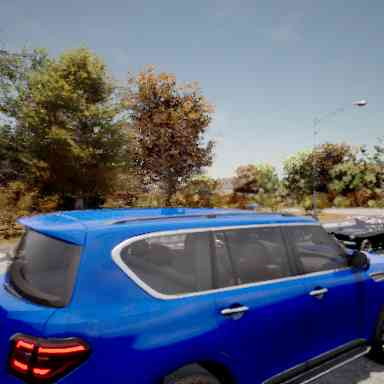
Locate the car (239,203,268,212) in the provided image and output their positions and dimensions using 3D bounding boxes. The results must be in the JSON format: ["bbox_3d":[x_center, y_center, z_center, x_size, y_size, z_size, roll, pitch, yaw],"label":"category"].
[{"bbox_3d":[10.712,2.715,58.416,2.033,1.411,5.357,0,-3,-32],"label":"car"}]

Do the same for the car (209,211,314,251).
[{"bbox_3d":[3.190,1.629,14.837,4.718,1.301,1.895,0,0,-35],"label":"car"}]

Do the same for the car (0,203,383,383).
[{"bbox_3d":[0.596,1.223,4.170,5.566,2.045,2.150,1,0,-36],"label":"car"}]
